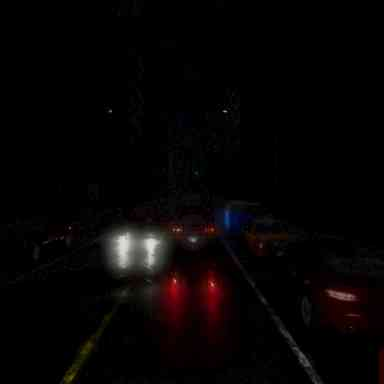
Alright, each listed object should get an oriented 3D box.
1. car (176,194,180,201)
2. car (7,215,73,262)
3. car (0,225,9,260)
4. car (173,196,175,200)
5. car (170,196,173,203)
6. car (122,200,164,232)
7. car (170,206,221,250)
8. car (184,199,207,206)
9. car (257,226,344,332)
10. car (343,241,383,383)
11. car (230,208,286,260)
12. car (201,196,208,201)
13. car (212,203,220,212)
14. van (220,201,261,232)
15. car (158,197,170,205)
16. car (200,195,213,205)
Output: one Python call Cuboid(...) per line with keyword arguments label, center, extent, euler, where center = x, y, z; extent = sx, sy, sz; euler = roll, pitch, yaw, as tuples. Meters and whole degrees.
Cuboid(label="car", center=(-5.172, 1.750, 94.356), extent=(1.752, 1.417, 4.829), euler=(1, 0, 1))
Cuboid(label="car", center=(-5.858, 1.576, 12.240), extent=(1.887, 1.381, 4.507), euler=(1, 0, 0))
Cuboid(label="car", center=(-5.854, 1.583, 6.568), extent=(1.947, 1.339, 4.313), euler=(1, 0, 0))
Cuboid(label="car", center=(-5.439, 1.728, 72.410), extent=(2.008, 1.369, 4.403), euler=(1, 0, 1))
Cuboid(label="car", center=(-5.506, 1.730, 66.882), extent=(1.947, 1.339, 4.313), euler=(1, 0, 1))
Cuboid(label="car", center=(-3.092, 1.531, 20.947), extent=(1.882, 1.535, 5.008), euler=(0, 0, 0))
Cuboid(label="car", center=(0.065, 1.563, 14.456), extent=(1.812, 1.442, 4.674), euler=(0, 0, 0))
Cuboid(label="car", center=(0.048, 1.576, 27.802), extent=(1.837, 1.490, 4.892), euler=(0, 0, 0))
Cuboid(label="car", center=(2.671, 1.600, 6.569), extent=(1.802, 1.307, 4.206), euler=(1, 0, 0))
Cuboid(label="car", center=(2.677, 1.318, 0.897), extent=(2.192, 1.841, 5.009), euler=(1, 0, 0))
Cuboid(label="car", center=(2.668, 1.558, 12.413), extent=(1.752, 1.417, 4.829), euler=(1, 0, 0))
Cuboid(label="car", center=(3.288, 1.779, 88.905), extent=(1.947, 1.339, 4.313), euler=(1, 0, 1))
Cuboid(label="car", center=(2.661, 1.586, 23.759), extent=(1.752, 1.417, 4.829), euler=(1, 0, 0))
Cuboid(label="van", center=(2.667, 1.388, 17.916), extent=(1.690, 1.788, 3.998), euler=(1, 0, 0))
Cuboid(label="car", center=(-5.573, 1.734, 61.353), extent=(1.802, 1.307, 4.206), euler=(1, 0, 1))
Cuboid(label="car", center=(2.952, 1.717, 61.253), extent=(1.947, 1.339, 4.313), euler=(1, 0, 1))
